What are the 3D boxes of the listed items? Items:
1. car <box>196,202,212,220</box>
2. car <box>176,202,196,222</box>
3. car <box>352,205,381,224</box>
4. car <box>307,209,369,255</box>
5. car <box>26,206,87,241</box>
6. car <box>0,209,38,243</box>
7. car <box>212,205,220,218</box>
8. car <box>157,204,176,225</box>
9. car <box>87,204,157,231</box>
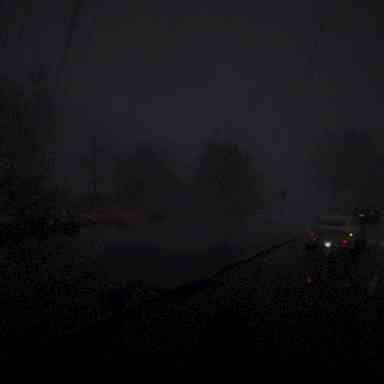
[{"bbox_3d":[-1.108,1.750,29.797,5.008,1.535,2.097,0,0,32],"label":"car"},{"bbox_3d":[-2.557,1.741,27.455,4.892,1.521,2.231,0,0,32],"label":"car"},{"bbox_3d":[13.680,1.713,26.300,1.994,1.385,4.181,0,0,33],"label":"car"},{"bbox_3d":[6.131,1.658,13.976,1.812,1.442,4.674,0,0,32],"label":"car"},{"bbox_3d":[-8.280,1.550,18.046,4.553,1.767,2.185,0,-1,31],"label":"car"},{"bbox_3d":[-9.748,1.688,15.705,4.674,1.452,2.002,0,-1,31],"label":"car"},{"bbox_3d":[0.332,1.758,32.145,4.892,1.521,2.231,0,0,32],"label":"car"},{"bbox_3d":[-4.014,1.760,25.122,4.792,1.488,2.163,0,-1,32],"label":"car"},{"bbox_3d":[-5.273,1.711,22.657,5.366,1.575,1.946,0,-1,31],"label":"car"}]
